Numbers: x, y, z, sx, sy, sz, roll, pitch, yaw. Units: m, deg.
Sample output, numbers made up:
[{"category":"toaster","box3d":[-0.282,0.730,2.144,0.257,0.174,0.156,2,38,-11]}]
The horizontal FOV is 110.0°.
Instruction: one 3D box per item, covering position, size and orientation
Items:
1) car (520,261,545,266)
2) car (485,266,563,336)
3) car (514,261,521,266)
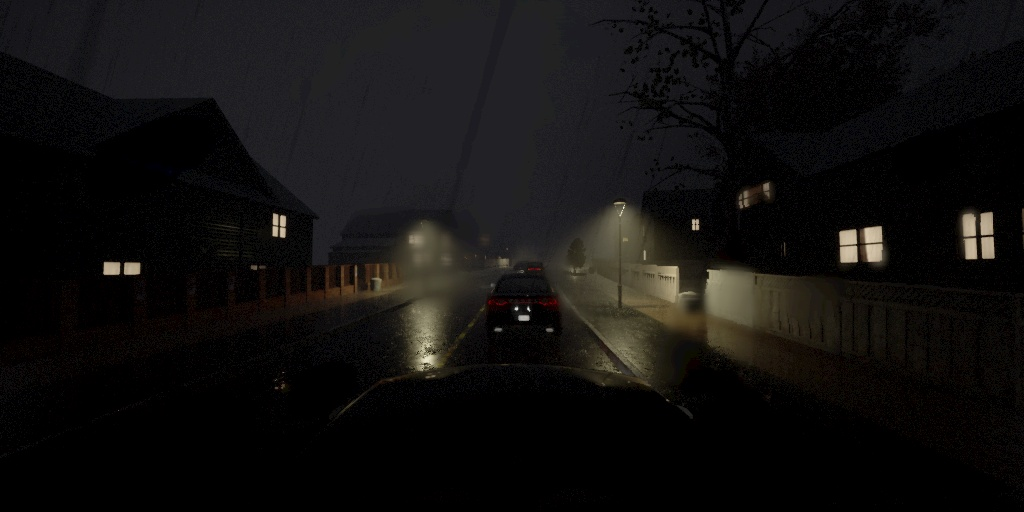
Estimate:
[{"category":"car","box3d":[2.101,1.248,31.436,1.837,1.490,4.892,0,0,7]},{"category":"car","box3d":[0.345,1.231,10.477,1.882,1.535,5.008,0,0,2]},{"category":"car","box3d":[1.402,1.310,45.809,1.994,1.385,4.181,0,0,11]}]
